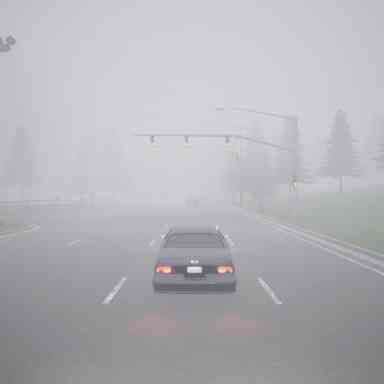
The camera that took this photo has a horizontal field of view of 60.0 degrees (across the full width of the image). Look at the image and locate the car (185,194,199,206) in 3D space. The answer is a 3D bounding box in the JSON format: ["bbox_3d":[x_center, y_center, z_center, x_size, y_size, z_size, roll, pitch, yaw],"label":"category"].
[{"bbox_3d":[-0.008,1.351,52.968,2.097,1.767,4.553,0,0,0],"label":"car"}]

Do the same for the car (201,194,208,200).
[{"bbox_3d":[3.490,1.310,94.031,1.882,1.535,5.008,0,0,0],"label":"car"}]

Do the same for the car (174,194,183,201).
[{"bbox_3d":[-3.509,1.516,84.027,1.812,1.442,4.674,0,0,0],"label":"car"}]

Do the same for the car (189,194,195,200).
[{"bbox_3d":[-0.010,1.310,94.031,1.882,1.535,5.008,0,0,0],"label":"car"}]

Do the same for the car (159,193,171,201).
[{"bbox_3d":[-7.009,1.216,83.640,2.150,2.045,5.566,0,0,0],"label":"car"}]

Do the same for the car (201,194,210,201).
[{"bbox_3d":[3.491,1.491,83.611,1.837,1.490,4.892,0,0,0],"label":"car"}]

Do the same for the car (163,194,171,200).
[{"bbox_3d":[-7.010,1.384,94.030,1.994,1.385,4.181,0,0,0],"label":"car"}]

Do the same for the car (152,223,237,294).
[{"bbox_3d":[0.065,1.547,8.929,2.033,1.411,5.357,0,0,0],"label":"car"}]

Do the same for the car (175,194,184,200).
[{"bbox_3d":[-3.510,1.357,94.030,2.128,1.511,4.902,0,0,0],"label":"car"}]

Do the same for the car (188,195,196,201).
[{"bbox_3d":[-0.009,1.531,83.611,2.033,1.411,5.357,0,0,0],"label":"car"}]
